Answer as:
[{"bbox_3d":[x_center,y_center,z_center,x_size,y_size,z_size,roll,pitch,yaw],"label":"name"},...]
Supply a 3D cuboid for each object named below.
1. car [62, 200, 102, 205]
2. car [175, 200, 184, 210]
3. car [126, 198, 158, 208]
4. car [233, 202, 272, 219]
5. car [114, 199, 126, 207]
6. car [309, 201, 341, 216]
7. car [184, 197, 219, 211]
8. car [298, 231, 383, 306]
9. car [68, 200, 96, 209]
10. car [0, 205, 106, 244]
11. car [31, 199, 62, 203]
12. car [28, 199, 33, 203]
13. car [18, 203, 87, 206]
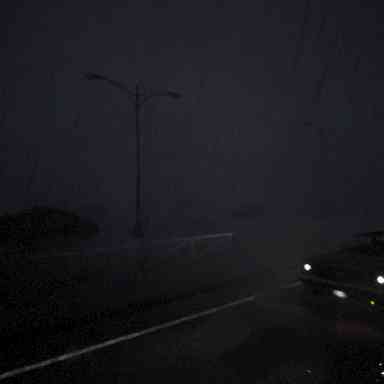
[{"bbox_3d":[-10.528,1.837,33.017,3.633,1.501,1.845,0,-1,-39],"label":"car"},{"bbox_3d":[-0.568,1.677,49.517,3.866,1.878,1.905,0,-1,-39],"label":"car"},{"bbox_3d":[-8.637,1.963,59.443,5.027,1.636,2.152,0,-1,-39],"label":"car"},{"bbox_3d":[5.565,1.691,30.646,3.806,1.475,1.970,0,-1,-39],"label":"car"},{"bbox_3d":[-12.935,2.147,64.216,3.806,1.475,1.970,0,-1,-39],"label":"car"},{"bbox_3d":[13.203,1.621,33.016,3.633,1.501,1.845,0,-1,-39],"label":"car"},{"bbox_3d":[1.585,1.649,47.523,4.605,1.855,1.932,0,-1,-39],"label":"car"},{"bbox_3d":[4.536,1.648,7.821,4.718,1.301,1.895,0,-1,-40],"label":"car"},{"bbox_3d":[-20.714,2.282,62.610,4.514,1.523,2.007,0,-1,-39],"label":"car"},{"bbox_3d":[-6.991,1.622,16.585,4.514,1.523,2.007,0,-1,-39],"label":"car"},{"bbox_3d":[-16.799,1.979,40.797,4.514,1.523,2.007,0,-1,-39],"label":"car"},{"bbox_3d":[-24.106,1.981,50.912,4.605,1.855,1.932,0,-1,-39],"label":"car"},{"bbox_3d":[-9.011,1.664,18.986,5.027,1.636,2.152,0,-1,-39],"label":"car"}]
